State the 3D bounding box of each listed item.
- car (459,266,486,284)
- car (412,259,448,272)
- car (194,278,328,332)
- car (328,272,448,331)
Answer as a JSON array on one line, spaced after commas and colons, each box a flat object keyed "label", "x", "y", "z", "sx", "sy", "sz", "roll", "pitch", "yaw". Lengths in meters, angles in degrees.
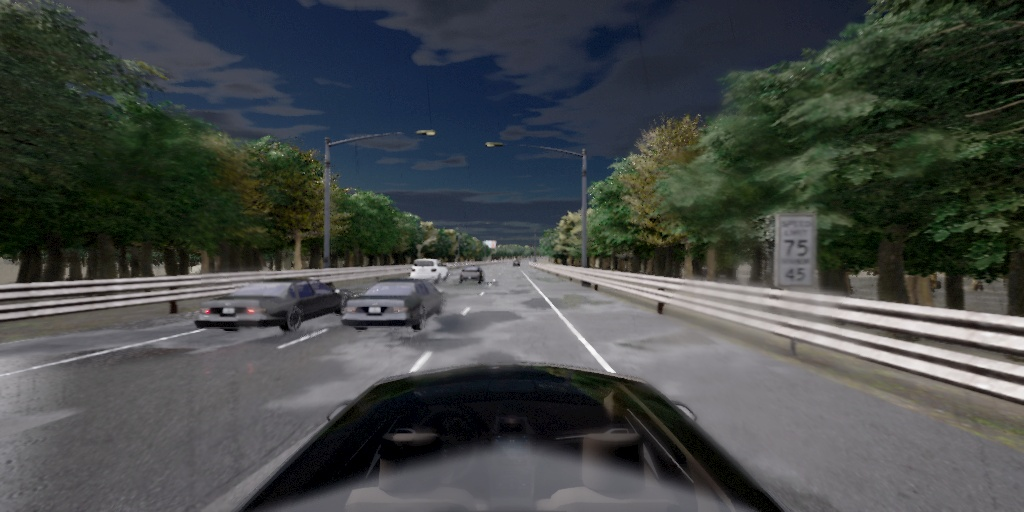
[{"label": "car", "x": -3.402, "y": 1.576, "z": 31.247, "sx": 2.128, "sy": 1.511, "sz": 4.902, "roll": 0, "pitch": -1, "yaw": 0}, {"label": "car", "x": -6.901, "y": 1.297, "z": 30.462, "sx": 2.150, "sy": 2.045, "sz": 5.566, "roll": 0, "pitch": -1, "yaw": 0}, {"label": "car", "x": -6.901, "y": 1.405, "z": 11.248, "sx": 2.033, "sy": 1.411, "sz": 5.357, "roll": 0, "pitch": -1, "yaw": 0}, {"label": "car", "x": -3.401, "y": 1.407, "z": 11.398, "sx": 2.033, "sy": 1.411, "sz": 5.357, "roll": 0, "pitch": -1, "yaw": 0}]
